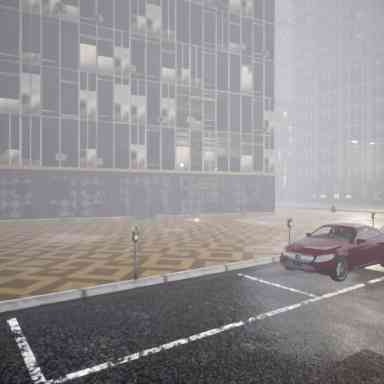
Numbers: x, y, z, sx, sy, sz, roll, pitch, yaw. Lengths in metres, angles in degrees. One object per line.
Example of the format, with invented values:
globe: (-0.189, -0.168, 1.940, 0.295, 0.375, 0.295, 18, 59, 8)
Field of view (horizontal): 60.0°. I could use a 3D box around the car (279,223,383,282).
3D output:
car: (4.383, 1.579, 9.697, 4.206, 1.307, 1.802, 0, 0, -36)
